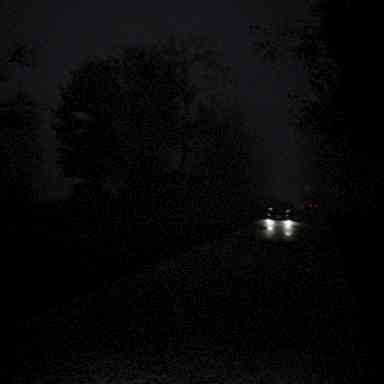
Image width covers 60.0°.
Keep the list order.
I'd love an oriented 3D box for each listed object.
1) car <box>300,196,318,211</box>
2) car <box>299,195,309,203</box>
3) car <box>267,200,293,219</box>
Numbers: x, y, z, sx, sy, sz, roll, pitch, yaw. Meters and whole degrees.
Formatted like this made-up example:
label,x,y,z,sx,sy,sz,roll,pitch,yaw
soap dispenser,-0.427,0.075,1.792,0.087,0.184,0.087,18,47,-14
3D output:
label,x,y,z,sx,sy,sz,roll,pitch,yaw
car,15.617,1.708,43.903,2.033,1.411,5.357,0,1,18
car,19.563,1.240,57.589,2.128,1.511,4.902,1,2,14
car,8.466,1.623,31.662,2.097,1.767,4.553,1,0,20
